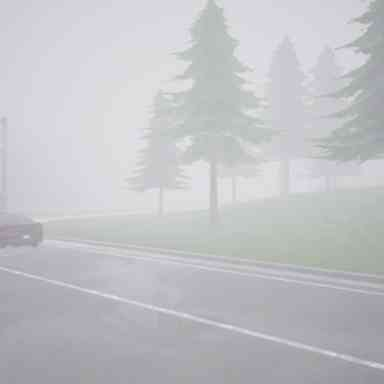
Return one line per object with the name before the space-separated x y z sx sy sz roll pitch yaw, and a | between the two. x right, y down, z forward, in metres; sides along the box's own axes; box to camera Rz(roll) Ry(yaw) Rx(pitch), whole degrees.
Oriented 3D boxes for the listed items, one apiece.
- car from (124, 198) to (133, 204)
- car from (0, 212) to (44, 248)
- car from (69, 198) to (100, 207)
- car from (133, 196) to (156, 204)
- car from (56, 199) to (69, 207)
car | -12.989 1.962 73.246 1.994 1.385 4.181 -1 0 35
car | -8.377 1.593 14.237 5.008 1.535 1.882 -1 0 36
car | -18.681 1.873 59.111 2.128 1.511 4.902 -1 0 36
car | -9.833 1.738 71.654 2.097 1.767 4.553 -1 0 35
car | -21.908 1.956 60.573 2.033 1.411 5.357 -1 0 36
